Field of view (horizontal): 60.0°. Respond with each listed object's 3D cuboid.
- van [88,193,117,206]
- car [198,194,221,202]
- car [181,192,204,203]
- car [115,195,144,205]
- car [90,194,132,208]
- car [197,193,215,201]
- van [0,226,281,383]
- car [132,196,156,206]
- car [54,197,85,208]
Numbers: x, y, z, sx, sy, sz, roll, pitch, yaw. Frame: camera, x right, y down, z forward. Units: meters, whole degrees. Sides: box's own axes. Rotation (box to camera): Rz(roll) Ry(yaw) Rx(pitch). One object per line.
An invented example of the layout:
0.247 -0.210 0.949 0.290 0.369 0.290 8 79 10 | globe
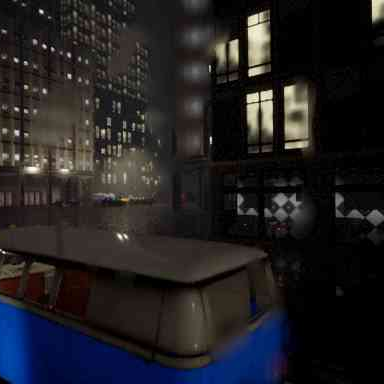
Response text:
-13.539 1.134 50.499 1.690 1.788 3.998 0 0 36 | van
3.238 1.099 59.230 2.008 1.369 4.403 0 0 36 | car
-0.094 0.907 54.679 2.192 1.841 5.009 0 0 36 | car
-10.306 1.276 54.914 1.752 1.417 4.829 0 0 36 | car
-10.083 1.266 41.033 1.887 1.381 4.507 0 0 36 | car
3.121 1.014 73.256 1.967 1.590 4.097 0 0 36 | car
-1.051 1.342 3.640 3.998 1.788 1.690 0 -1 36 | van
-6.753 1.229 45.582 2.008 1.369 4.403 0 0 36 | car
-16.868 1.401 45.949 1.947 1.339 4.313 0 0 36 | car
